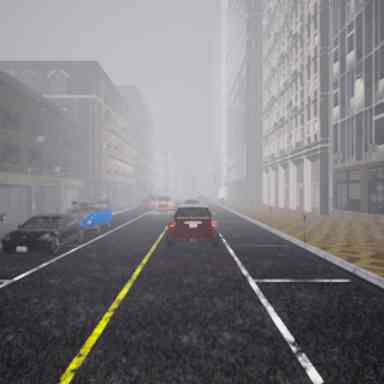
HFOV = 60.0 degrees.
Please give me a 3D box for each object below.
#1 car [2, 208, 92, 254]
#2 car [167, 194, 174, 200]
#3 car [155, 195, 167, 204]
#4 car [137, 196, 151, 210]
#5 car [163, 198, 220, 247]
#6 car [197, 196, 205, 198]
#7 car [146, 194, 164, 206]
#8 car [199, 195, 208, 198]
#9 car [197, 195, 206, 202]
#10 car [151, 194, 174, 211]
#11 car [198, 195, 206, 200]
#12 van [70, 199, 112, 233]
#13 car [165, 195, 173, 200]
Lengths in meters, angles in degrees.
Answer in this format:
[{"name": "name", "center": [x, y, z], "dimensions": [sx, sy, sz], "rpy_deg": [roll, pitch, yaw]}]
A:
[{"name": "car", "center": [-5.726, 1.544, 13.341], "dimensions": [1.947, 1.339, 4.313], "rpy_deg": [0, 0, 0]}, {"name": "car", "center": [-5.935, 1.415, 92.251], "dimensions": [1.752, 1.417, 4.829], "rpy_deg": [0, 0, 0]}, {"name": "car", "center": [-5.860, 1.352, 64.179], "dimensions": [1.967, 1.590, 4.097], "rpy_deg": [0, 0, 0]}, {"name": "car", "center": [-5.800, 1.517, 41.584], "dimensions": [1.802, 1.307, 4.206], "rpy_deg": [0, 0, 0]}, {"name": "car", "center": [0.051, 1.326, 15.018], "dimensions": [2.097, 1.767, 4.553], "rpy_deg": [0, 0, 0]}, {"name": "car", "center": [0.010, 1.423, 32.851], "dimensions": [1.882, 1.535, 5.008], "rpy_deg": [0, 0, 0]}, {"name": "car", "center": [-5.831, 1.239, 52.881], "dimensions": [2.192, 1.841, 5.009], "rpy_deg": [0, 0, 0]}, {"name": "car", "center": [2.520, 1.436, 64.371], "dimensions": [1.752, 1.417, 4.829], "rpy_deg": [0, 0, 0]}, {"name": "car", "center": [2.162, 1.378, 75.007], "dimensions": [1.882, 1.535, 5.008], "rpy_deg": [0, 0, 0]}, {"name": "car", "center": [-3.196, 1.290, 38.724], "dimensions": [2.097, 1.767, 4.553], "rpy_deg": [0, 0, 0]}, {"name": "car", "center": [2.461, 1.458, 86.795], "dimensions": [1.947, 1.339, 4.313], "rpy_deg": [0, 0, 0]}, {"name": "van", "center": [-5.740, 1.310, 18.990], "dimensions": [1.690, 1.788, 3.998], "rpy_deg": [0, 0, 0]}, {"name": "car", "center": [-5.921, 1.459, 86.772], "dimensions": [1.947, 1.339, 4.313], "rpy_deg": [0, 0, 0]}]
